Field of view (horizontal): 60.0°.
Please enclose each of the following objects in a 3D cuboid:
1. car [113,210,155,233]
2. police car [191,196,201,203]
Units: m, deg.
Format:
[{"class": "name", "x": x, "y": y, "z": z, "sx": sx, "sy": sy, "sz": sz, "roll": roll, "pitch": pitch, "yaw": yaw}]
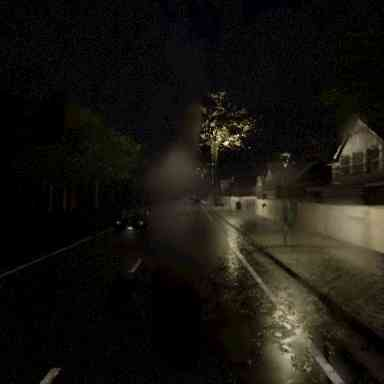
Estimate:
[{"class": "car", "x": -3.388, "y": 1.733, "z": 20.418, "sx": 1.895, "sy": 1.301, "sz": 4.718, "roll": 0, "pitch": 0, "yaw": 0}, {"class": "police car", "x": 1.272, "y": 2.033, "z": 87.240, "sx": 1.930, "sy": 1.638, "sz": 5.238, "roll": 0, "pitch": 0, "yaw": 0}]
